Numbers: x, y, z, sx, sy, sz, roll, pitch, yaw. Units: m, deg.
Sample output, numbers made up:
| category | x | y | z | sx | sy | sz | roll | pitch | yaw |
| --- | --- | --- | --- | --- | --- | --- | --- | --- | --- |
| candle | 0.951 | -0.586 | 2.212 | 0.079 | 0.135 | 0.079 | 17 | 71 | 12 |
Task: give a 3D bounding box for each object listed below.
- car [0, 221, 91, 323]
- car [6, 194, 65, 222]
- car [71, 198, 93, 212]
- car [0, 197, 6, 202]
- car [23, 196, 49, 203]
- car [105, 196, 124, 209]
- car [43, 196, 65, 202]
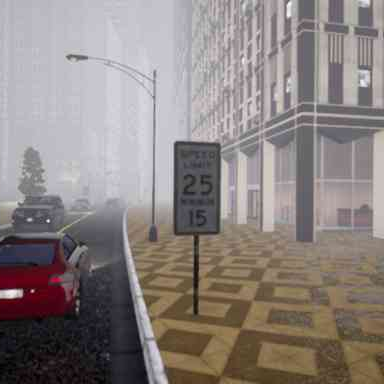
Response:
| category | x | y | z | sx | sy | sz | roll | pitch | yaw |
| --- | --- | --- | --- | --- | --- | --- | --- | --- | --- |
| car | -3.290 | 1.561 | 7.152 | 1.994 | 1.385 | 4.181 | 1 | 0 | -13 |
| car | -9.530 | 1.185 | 21.128 | 2.150 | 2.045 | 5.566 | 1 | 0 | -12 |
| car | -12.763 | 1.482 | 38.719 | 1.812 | 1.442 | 4.674 | 1 | 0 | -9 |
| car | -43.415 | 1.744 | 77.866 | 4.313 | 1.339 | 1.947 | 0 | 1 | 1 |
| car | -32.383 | 1.596 | 69.200 | 4.403 | 1.369 | 2.008 | 0 | 1 | 1 |
| car | -10.489 | 1.491 | 44.207 | 1.837 | 1.490 | 4.892 | 1 | 0 | -9 |
| car | -32.169 | 1.644 | 77.577 | 4.403 | 1.369 | 2.008 | 0 | 1 | 1 |
